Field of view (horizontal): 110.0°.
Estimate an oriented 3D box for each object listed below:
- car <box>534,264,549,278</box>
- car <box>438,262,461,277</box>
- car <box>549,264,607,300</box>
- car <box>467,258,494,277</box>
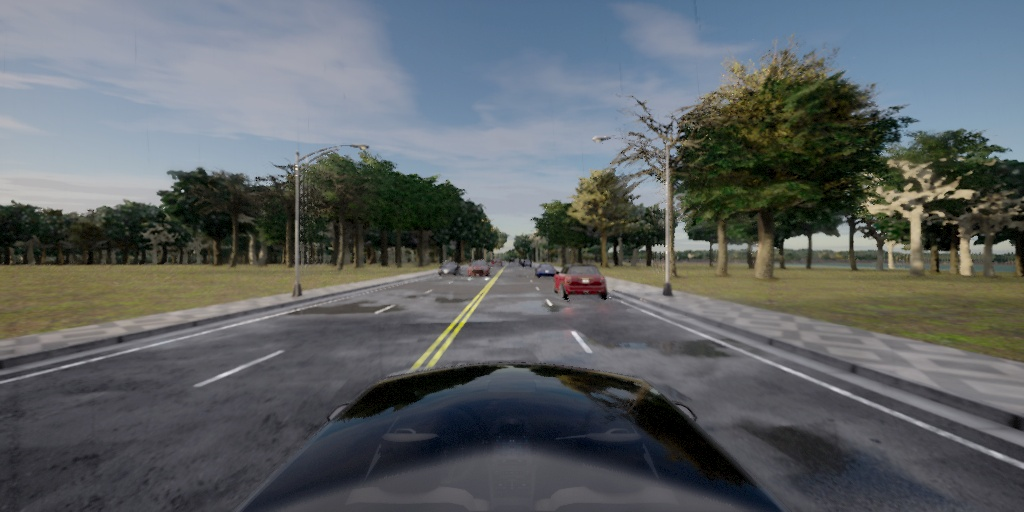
[{"bbox_3d":[3.362,1.450,36.366,1.994,1.385,4.181,0,0,0],"label":"car"},{"bbox_3d":[-6.577,1.388,38.262,2.128,1.511,4.902,0,0,0],"label":"car"},{"bbox_3d":[3.355,1.163,18.413,2.097,1.767,4.553,0,0,0],"label":"car"},{"bbox_3d":[-3.329,1.241,36.947,2.097,1.767,4.553,0,0,0],"label":"car"}]
